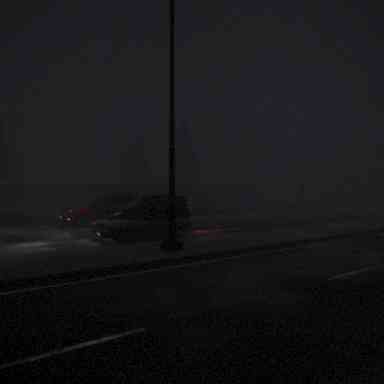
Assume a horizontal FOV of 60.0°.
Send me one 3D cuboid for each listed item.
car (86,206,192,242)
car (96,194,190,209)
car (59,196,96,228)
[{"bbox_3d":[-2.426,1.588,16.375,4.718,1.301,1.895,0,0,-35],"label":"car"},{"bbox_3d":[-2.655,1.206,20.504,5.566,2.045,2.150,0,0,-35],"label":"car"},{"bbox_3d":[-5.976,1.205,22.441,5.566,2.045,2.150,-1,0,-35],"label":"car"}]
